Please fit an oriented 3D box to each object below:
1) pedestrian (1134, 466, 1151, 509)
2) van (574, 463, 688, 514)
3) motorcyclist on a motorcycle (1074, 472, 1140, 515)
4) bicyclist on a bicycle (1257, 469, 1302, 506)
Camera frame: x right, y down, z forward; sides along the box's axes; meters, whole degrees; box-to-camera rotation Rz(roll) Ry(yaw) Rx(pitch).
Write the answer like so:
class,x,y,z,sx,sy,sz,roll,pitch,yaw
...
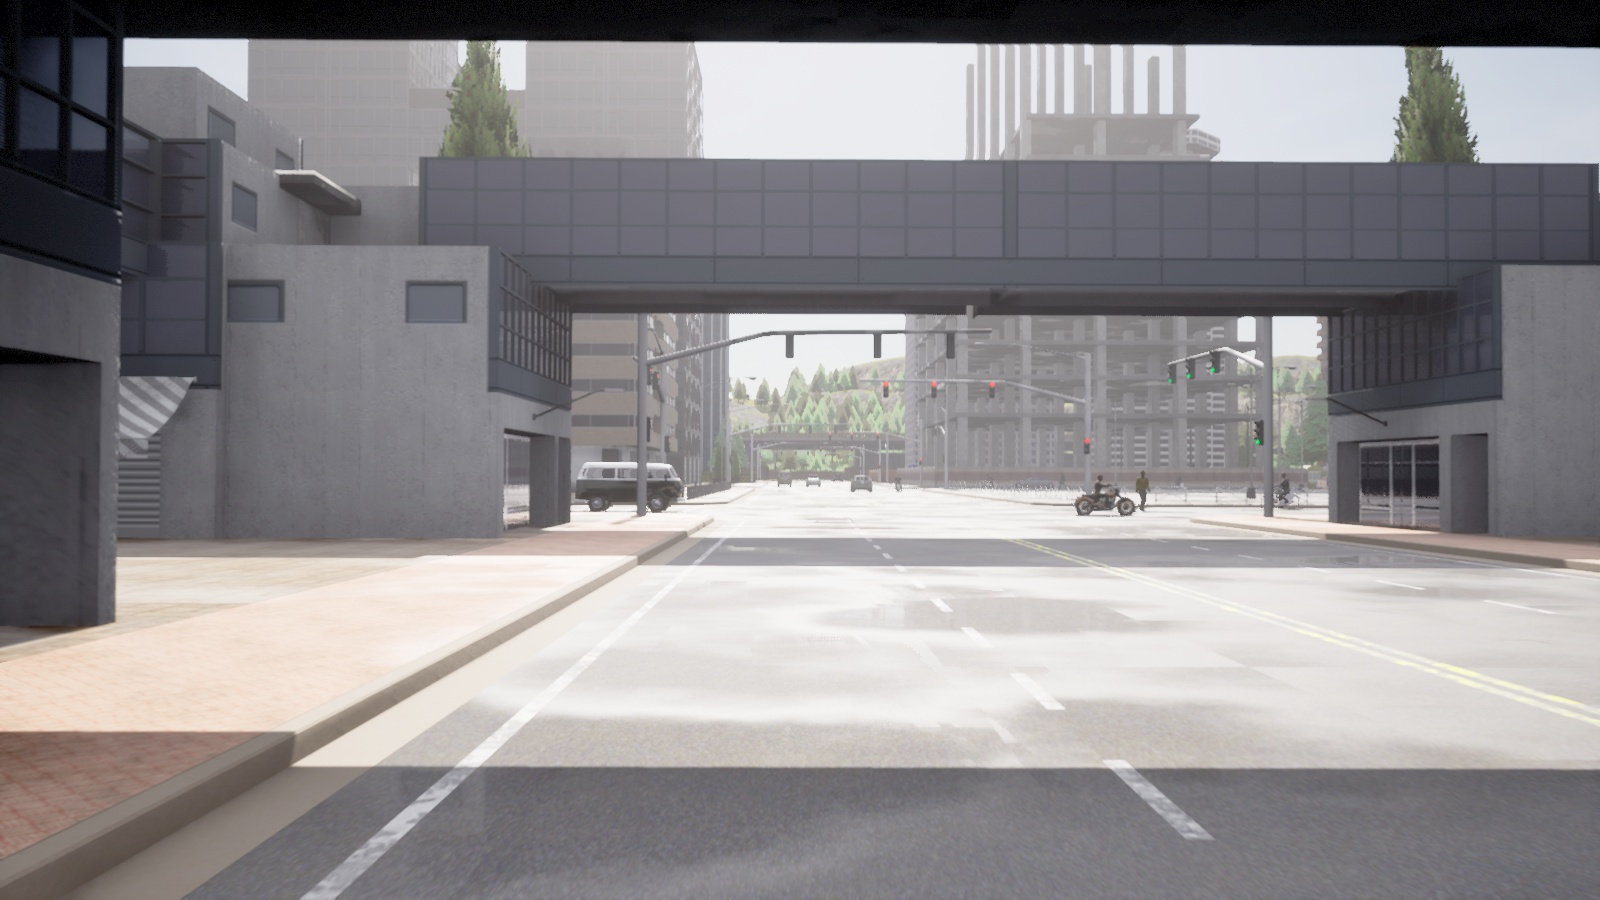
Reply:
class,x,y,z,sx,sy,sz,roll,pitch,yaw
pedestrian,14.897,1.631,54.626,0.431,1.840,0.709,0,-1,-10
van,-6.960,1.595,52.027,4.480,2.038,2.069,0,-1,-1
motorcyclist on a motorcycle,11.916,1.683,48.813,2.350,1.649,0.766,0,-1,-1
bicyclist on a bicycle,22.666,1.767,59.346,1.843,1.776,0.659,0,-1,0
